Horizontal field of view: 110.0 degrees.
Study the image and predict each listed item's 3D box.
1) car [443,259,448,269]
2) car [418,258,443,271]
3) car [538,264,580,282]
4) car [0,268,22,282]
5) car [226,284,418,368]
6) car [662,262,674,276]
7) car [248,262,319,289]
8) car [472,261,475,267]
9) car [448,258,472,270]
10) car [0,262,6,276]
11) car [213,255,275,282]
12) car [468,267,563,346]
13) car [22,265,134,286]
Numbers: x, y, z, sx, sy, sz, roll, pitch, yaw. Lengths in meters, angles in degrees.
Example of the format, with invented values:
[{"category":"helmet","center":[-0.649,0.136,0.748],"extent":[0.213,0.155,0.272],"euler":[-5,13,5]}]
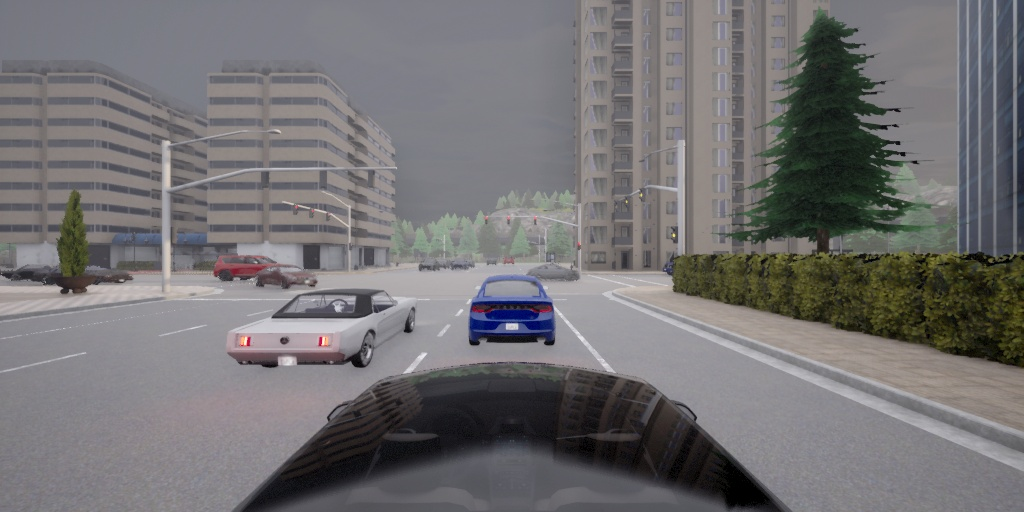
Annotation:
[{"category":"car","center":[-11.083,1.255,56.976],"extent":[1.837,1.490,4.892],"euler":[0,0,0]},{"category":"car","center":[-11.011,1.102,47.891],"extent":[2.097,1.767,4.553],"euler":[0,0,0]},{"category":"car","center":[3.241,1.314,28.244],"extent":[4.181,1.385,1.994],"euler":[0,0,0]},{"category":"car","center":[-36.552,1.351,28.288],"extent":[4.718,1.301,1.895],"euler":[0,0,0]},{"category":"car","center":[-3.496,1.351,7.815],"extent":[1.895,1.301,4.718],"euler":[0,0,0]},{"category":"car","center":[17.893,0.971,35.428],"extent":[5.566,2.045,2.150],"euler":[0,0,0]},{"category":"car","center":[-14.133,1.276,22.412],"extent":[4.674,1.442,1.812],"euler":[0,-1,30]},{"category":"car","center":[-7.610,1.297,62.551],"extent":[2.033,1.411,5.357],"euler":[0,0,1]},{"category":"car","center":[-7.546,1.102,52.110],"extent":[2.097,1.767,4.553],"euler":[0,0,0]},{"category":"car","center":[-53.615,1.314,35.507],"extent":[4.181,1.385,1.994],"euler":[0,0,0]},{"category":"car","center":[-20.261,0.972,28.275],"extent":[5.566,2.045,2.150],"euler":[0,0,0]},{"category":"car","center":[-0.004,1.228,9.481],"extent":[1.882,1.535,5.008],"euler":[0,0,0]},{"category":"car","center":[-29.620,1.297,24.779],"extent":[5.357,1.411,2.033],"euler":[0,0,0]}]
